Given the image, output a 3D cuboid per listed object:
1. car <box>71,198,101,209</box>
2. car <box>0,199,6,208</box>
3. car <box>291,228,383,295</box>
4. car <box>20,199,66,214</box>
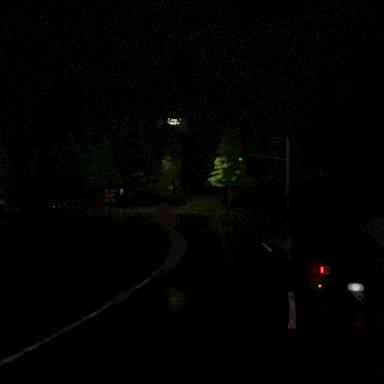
[{"bbox_3d":[-15.150,1.535,47.591,5.008,1.535,1.882,0,0,33],"label":"car"},{"bbox_3d":[-29.054,1.529,48.275,5.008,1.535,1.882,0,0,33],"label":"car"},{"bbox_3d":[3.743,1.616,8.831,1.895,1.301,4.718,0,0,12],"label":"car"},{"bbox_3d":[-16.411,1.588,35.888,5.357,1.411,2.033,0,0,33],"label":"car"}]
